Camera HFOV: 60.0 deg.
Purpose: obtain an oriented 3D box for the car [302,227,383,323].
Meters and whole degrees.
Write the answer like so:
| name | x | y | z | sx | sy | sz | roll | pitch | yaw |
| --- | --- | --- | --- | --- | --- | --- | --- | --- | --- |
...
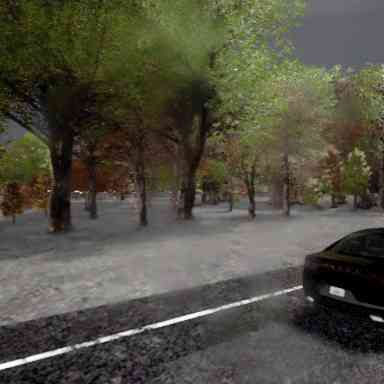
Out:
| name | x | y | z | sx | sy | sz | roll | pitch | yaw |
| --- | --- | --- | --- | --- | --- | --- | --- | --- | --- |
| car | 4.389 | 1.476 | 6.877 | 5.008 | 1.535 | 1.882 | 0 | 0 | -35 |
